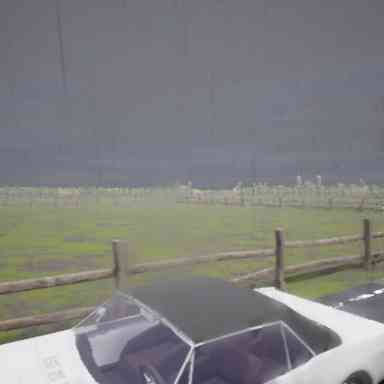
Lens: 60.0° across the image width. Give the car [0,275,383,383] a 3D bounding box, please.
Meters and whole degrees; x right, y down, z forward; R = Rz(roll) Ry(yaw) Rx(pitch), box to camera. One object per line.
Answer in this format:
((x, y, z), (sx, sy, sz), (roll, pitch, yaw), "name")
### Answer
((-0.265, 1.585, 2.871), (4.718, 1.301, 1.895), (0, 0, -34), "car")
